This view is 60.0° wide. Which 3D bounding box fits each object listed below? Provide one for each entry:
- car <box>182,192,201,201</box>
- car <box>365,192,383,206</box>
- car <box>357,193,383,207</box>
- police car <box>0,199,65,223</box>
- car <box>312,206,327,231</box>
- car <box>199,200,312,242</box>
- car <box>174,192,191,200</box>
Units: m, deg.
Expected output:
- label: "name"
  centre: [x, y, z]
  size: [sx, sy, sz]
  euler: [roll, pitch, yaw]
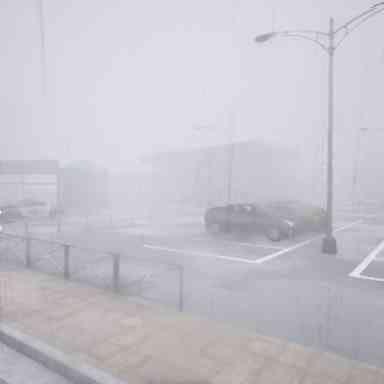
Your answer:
- label: "car"
  centre: [-0.059, 1.098, 68.148]
  size: [2.242, 1.667, 4.611]
  euler: [1, 0, 36]
- label: "car"
  centre: [27.105, 1.025, 47.689]
  size: [3.866, 1.878, 1.905]
  euler: [1, 0, 36]
- label: "car"
  centre: [24.652, 1.303, 45.363]
  size: [3.806, 1.475, 1.970]
  euler: [1, 0, 36]
- label: "police car"
  centre: [-11.665, 1.281, 23.385]
  size: [2.038, 1.542, 4.974]
  euler: [1, 0, 36]
- label: "car"
  centre: [4.527, 1.268, 17.640]
  size: [5.027, 1.636, 2.152]
  euler: [1, 0, 36]
- label: "car"
  centre: [2.722, 1.278, 15.074]
  size: [4.514, 1.523, 2.007]
  euler: [1, 0, 36]
- label: "car"
  centre: [-2.081, 0.876, 74.987]
  size: [1.905, 1.878, 3.866]
  euler: [1, 0, 36]
